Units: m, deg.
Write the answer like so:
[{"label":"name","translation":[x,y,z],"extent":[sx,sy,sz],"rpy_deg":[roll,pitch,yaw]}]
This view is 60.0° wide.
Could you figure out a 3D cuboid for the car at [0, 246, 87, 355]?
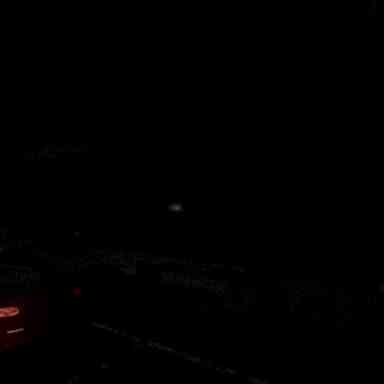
[{"label":"car","translation":[-3.501,1.574,5.556],"extent":[4.206,1.307,1.802],"rpy_deg":[0,0,35]}]
